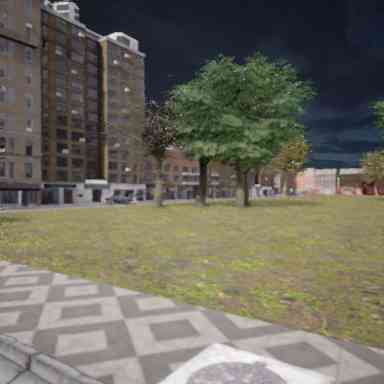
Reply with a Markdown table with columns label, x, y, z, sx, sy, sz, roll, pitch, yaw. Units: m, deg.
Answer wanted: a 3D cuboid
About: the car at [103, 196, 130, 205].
| label | x | y | z | sx | sy | sz | roll | pitch | yaw |
| --- | --- | --- | --- | --- | --- | --- | --- | --- | --- |
| car | -12.532 | 1.360 | 55.111 | 2.128 | 1.511 | 4.902 | 0 | 0 | 36 |
